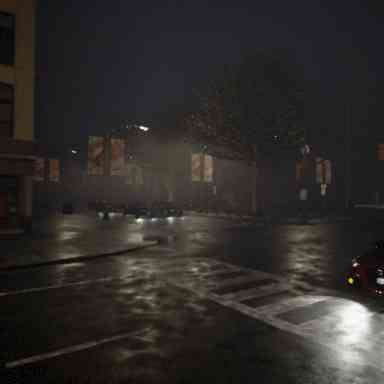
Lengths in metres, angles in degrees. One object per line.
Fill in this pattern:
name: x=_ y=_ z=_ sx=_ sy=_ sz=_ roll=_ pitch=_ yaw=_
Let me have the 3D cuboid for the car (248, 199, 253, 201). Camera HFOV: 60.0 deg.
car: x=15.840 y=2.225 z=81.974 sx=1.895 sy=1.301 sz=4.718 roll=1 pitch=-1 yaw=-36

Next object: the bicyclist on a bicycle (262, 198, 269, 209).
bicyclist on a bicycle: x=10.903 y=1.773 z=49.420 sx=1.656 sy=1.620 sz=0.582 roll=1 pitch=0 yaw=-36

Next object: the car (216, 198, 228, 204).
car: x=6.193 y=2.029 z=75.520 sx=2.161 sy=1.482 sz=4.786 roll=1 pitch=-1 yaw=-36

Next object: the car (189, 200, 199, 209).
car: x=-1.072 y=1.921 z=52.721 sx=2.033 sy=1.411 sz=5.357 roll=1 pitch=-1 yaw=-36

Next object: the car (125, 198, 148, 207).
car: x=-9.797 y=1.806 z=58.681 sx=1.882 sy=1.535 sz=5.008 roll=1 pitch=-1 yaw=-36

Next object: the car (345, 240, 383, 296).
car: x=5.554 y=1.678 z=7.961 sx=4.181 sy=1.385 sz=1.994 roll=1 pitch=-1 yaw=-36

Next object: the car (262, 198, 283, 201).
car: x=16.675 y=1.988 z=68.044 sx=2.002 sy=1.452 sz=4.674 roll=1 pitch=-1 yaw=-36

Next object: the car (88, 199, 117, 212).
car: x=-11.303 y=1.674 z=40.982 sx=2.128 sy=1.511 sz=4.902 roll=1 pitch=-1 yaw=-35

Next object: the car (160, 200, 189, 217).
car: x=-2.750 y=1.732 z=35.050 sx=1.837 sy=1.490 sz=4.892 roll=1 pitch=-1 yaw=-36

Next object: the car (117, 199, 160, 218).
car: x=-5.319 y=1.709 z=32.618 sx=1.812 sy=1.442 sz=4.674 roll=1 pitch=-1 yaw=-35
